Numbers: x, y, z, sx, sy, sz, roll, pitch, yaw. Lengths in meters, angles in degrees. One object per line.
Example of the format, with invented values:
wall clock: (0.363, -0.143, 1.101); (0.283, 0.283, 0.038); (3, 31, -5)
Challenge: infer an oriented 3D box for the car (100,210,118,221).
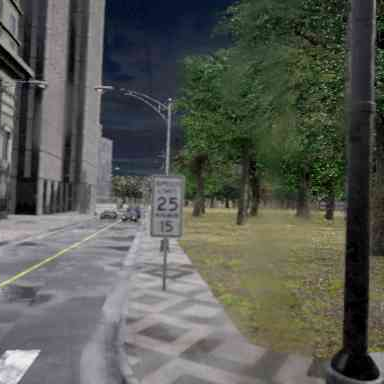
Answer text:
car: (-11.279, 3.113, 45.371); (1.994, 1.385, 4.181); (2, -2, -7)

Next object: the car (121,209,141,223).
car: (-7.715, 3.133, 41.450); (1.895, 1.301, 4.718); (2, -2, -6)

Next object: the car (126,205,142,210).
car: (-9.018, 3.075, 51.553); (2.150, 2.045, 5.566); (2, -2, -7)
